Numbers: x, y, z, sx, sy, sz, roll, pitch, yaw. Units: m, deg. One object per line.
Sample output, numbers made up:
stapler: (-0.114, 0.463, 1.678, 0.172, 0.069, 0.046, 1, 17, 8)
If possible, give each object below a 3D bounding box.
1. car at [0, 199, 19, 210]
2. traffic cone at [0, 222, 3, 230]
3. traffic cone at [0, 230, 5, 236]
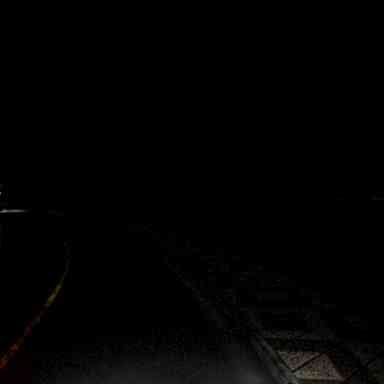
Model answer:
car: (-25.950, 1.757, 47.055, 1.837, 1.490, 4.892, 1, -1, -39)
traffic cone: (-10.622, 2.121, 18.562, 0.340, 0.580, 0.340, 1, -1, -31)
traffic cone: (-8.348, 2.092, 14.430, 0.340, 0.580, 0.340, 1, -1, -25)
